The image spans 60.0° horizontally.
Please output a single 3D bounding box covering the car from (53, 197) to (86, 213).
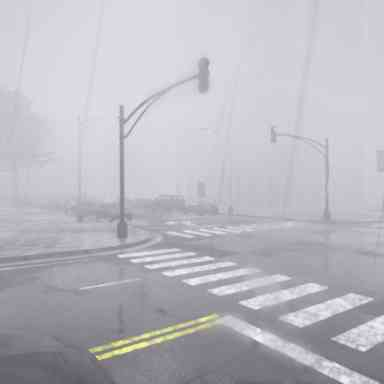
[{"bbox_3d":[-12.835,1.489,34.874,1.802,1.307,4.206,0,0,-36],"label":"car"}]

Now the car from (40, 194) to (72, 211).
[{"bbox_3d":[-16.172,1.331,39.419,1.967,1.590,4.097,0,0,-36],"label":"car"}]

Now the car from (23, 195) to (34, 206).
[{"bbox_3d":[-22.745,1.390,48.375,1.752,1.417,4.829,0,0,-36],"label":"car"}]

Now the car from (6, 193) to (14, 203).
[{"bbox_3d":[-32.858,1.378,62.151,1.887,1.381,4.507,0,0,-36],"label":"car"}]

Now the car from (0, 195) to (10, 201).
[{"bbox_3d":[-42.868,1.389,75.789,1.802,1.307,4.206,0,0,-36],"label":"car"}]

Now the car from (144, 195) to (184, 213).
[{"bbox_3d":[-2.625,1.191,35.369,2.192,1.841,5.009,0,0,-36],"label":"car"}]

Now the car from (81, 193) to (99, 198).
[{"bbox_3d":[-15.971,1.361,53.551,1.887,1.381,4.507,0,0,-36],"label":"car"}]

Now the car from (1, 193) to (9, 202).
[{"bbox_3d":[-36.196,1.139,66.696,2.192,1.841,5.009,0,0,-36],"label":"car"}]

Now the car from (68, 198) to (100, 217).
[{"bbox_3d":[-9.498,1.490,30.328,1.947,1.339,4.313,0,0,-36],"label":"car"}]

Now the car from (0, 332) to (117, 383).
[{"bbox_3d":[-2.701,1.505,1.502,4.892,1.490,1.837,0,0,-37],"label":"car"}]

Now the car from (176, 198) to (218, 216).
[{"bbox_3d":[0.713,1.478,30.824,1.802,1.307,4.206,0,0,-36],"label":"car"}]

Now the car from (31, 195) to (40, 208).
[{"bbox_3d":[-19.510,1.458,43.966,1.802,1.307,4.206,0,0,-36],"label":"car"}]

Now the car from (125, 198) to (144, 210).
[{"bbox_3d":[-5.961,1.425,39.915,1.947,1.339,4.313,0,0,-36],"label":"car"}]

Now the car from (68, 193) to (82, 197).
[{"bbox_3d":[-19.308,1.120,58.097,2.192,1.841,5.009,0,0,-36],"label":"car"}]

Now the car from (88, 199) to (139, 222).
[{"bbox_3d":[-6.161,1.509,25.781,1.947,1.339,4.313,0,0,-36],"label":"car"}]

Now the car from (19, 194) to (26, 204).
[{"bbox_3d":[-26.184,1.419,53.058,1.947,1.339,4.313,0,0,-36],"label":"car"}]

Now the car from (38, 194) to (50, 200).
[{"bbox_3d":[-36.091,1.284,80.962,1.752,1.417,4.829,0,0,-36],"label":"car"}]
